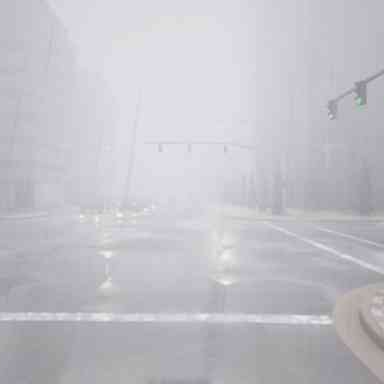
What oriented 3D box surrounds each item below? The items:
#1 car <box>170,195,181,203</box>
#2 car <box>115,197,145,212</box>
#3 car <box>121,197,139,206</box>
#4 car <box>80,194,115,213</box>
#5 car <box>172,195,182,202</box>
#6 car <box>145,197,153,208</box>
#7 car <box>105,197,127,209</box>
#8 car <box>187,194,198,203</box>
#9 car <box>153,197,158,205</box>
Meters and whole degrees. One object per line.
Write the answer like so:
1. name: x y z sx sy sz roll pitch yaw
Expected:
1. car: -3.404 1.496 66.674 1.837 1.490 4.892 0 0 0
2. car: -7.045 1.347 38.080 2.097 1.767 4.553 0 0 0
3. car: -10.501 1.540 56.771 2.033 1.411 5.357 0 0 0
4. car: -10.546 1.217 36.736 2.150 2.045 5.566 0 0 0
5. car: -3.390 1.485 76.002 2.128 1.511 4.902 0 0 0
6. car: -7.027 1.520 47.064 1.812 1.442 4.674 0 0 0
7. car: -10.531 1.472 46.438 1.882 1.535 5.008 0 0 0
8. car: 0.096 1.539 66.100 2.033 1.411 5.357 0 0 0
9. car: -7.001 1.557 56.943 1.994 1.385 4.181 0 0 0
